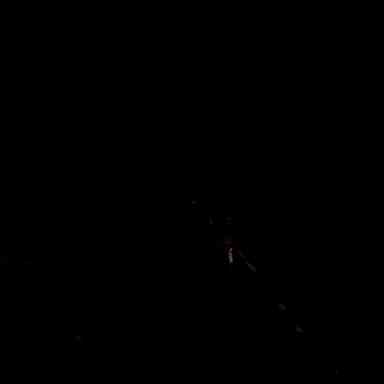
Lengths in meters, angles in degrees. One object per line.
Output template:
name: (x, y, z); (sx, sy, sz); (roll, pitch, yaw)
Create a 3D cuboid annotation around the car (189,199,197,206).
car: (0.203, 2.270, 73.633); (1.882, 1.535, 5.008); (0, -1, 0)

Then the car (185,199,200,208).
car: (0.256, 1.964, 57.529); (1.837, 1.490, 4.892); (0, -2, 0)

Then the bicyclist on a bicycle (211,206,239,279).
bicyclist on a bicycle: (0.990, 1.381, 9.246); (0.659, 1.776, 1.843); (0, 0, 0)

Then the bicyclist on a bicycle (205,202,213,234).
bicyclist on a bicycle: (1.014, 1.416, 18.175); (0.659, 1.776, 1.843); (0, 0, 0)
